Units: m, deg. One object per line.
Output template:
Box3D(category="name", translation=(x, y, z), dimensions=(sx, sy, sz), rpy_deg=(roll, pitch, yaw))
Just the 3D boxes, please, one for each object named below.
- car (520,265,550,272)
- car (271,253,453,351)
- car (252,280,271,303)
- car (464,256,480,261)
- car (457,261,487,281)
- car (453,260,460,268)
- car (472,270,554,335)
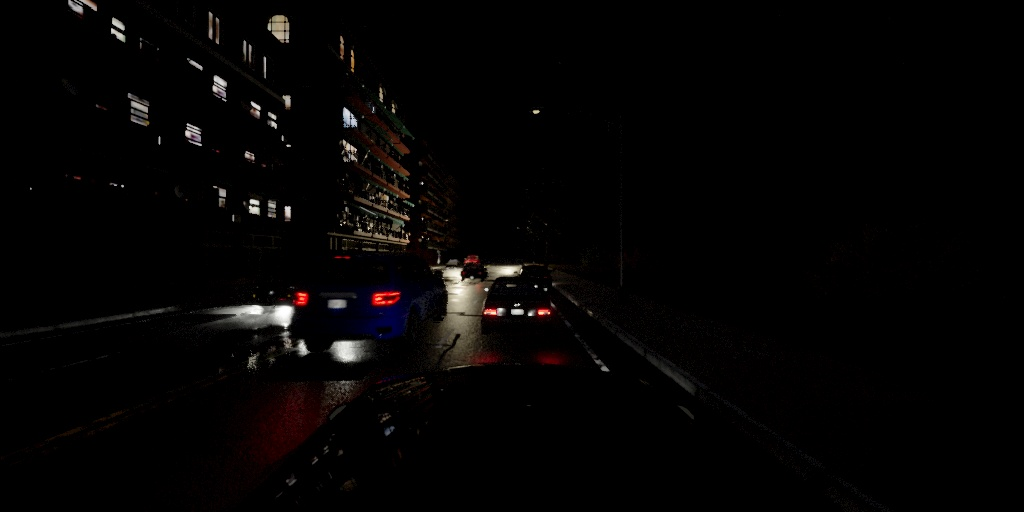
Box3D(category="car", translation=(1.178, 1.257, 20.209), dimensions=(1.837, 1.490, 4.892), rpy_deg=(0, 0, 0))
Box3D(category="car", translation=(-3.136, 0.970, 9.133), dimensions=(2.150, 2.045, 5.566), rpy_deg=(0, 0, 0))
Box3D(category="car", translation=(-9.817, 1.316, 16.622), dimensions=(1.994, 1.385, 4.181), rpy_deg=(0, 0, 0))
Box3D(category="car", translation=(-6.455, 0.973, 58.411), dimensions=(2.150, 2.045, 5.566), rpy_deg=(0, 0, 0))
Box3D(category="car", translation=(-3.087, 1.353, 30.033), dimensions=(1.895, 1.301, 4.718), rpy_deg=(0, 0, 0))
Box3D(category="car", translation=(-9.698, 1.297, 59.590), dimensions=(2.033, 1.411, 5.357), rpy_deg=(0, 0, 0))
Box3D(category="car", translation=(0.121, 1.299, 10.521), dimensions=(2.033, 1.411, 5.357), rpy_deg=(0, 0, 0))
